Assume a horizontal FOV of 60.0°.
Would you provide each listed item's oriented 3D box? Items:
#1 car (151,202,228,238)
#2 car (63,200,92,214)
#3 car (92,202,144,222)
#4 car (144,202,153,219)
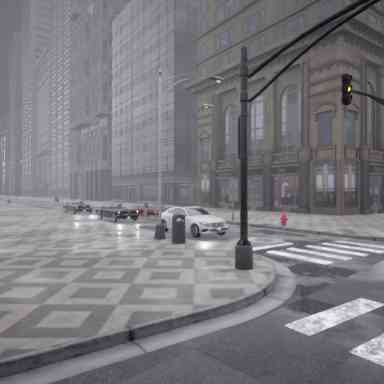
[{"bbox_3d":[-0.091,1.475,17.723,1.812,1.442,4.674,0,0,-37],"label":"car"},{"bbox_3d":[-11.735,1.497,34.128,1.895,1.301,4.718,0,0,-35],"label":"car"},{"bbox_3d":[-5.849,1.522,25.840,1.895,1.301,4.718,0,0,-35],"label":"car"},{"bbox_3d":[-3.798,1.525,28.477,1.895,1.301,4.718,0,0,-35],"label":"car"}]
